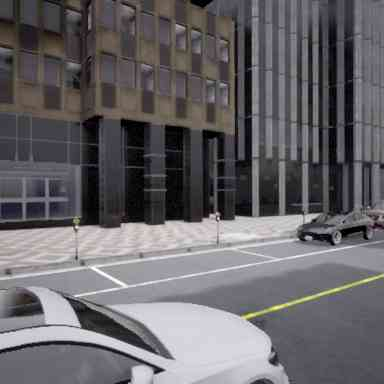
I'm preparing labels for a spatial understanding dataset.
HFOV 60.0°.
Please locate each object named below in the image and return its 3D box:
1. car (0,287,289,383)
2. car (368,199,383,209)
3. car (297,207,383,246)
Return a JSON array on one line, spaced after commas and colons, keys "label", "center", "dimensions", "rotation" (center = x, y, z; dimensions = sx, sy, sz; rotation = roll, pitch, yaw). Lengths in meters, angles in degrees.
[{"label": "car", "center": [-1.286, 1.525, 2.516], "dimensions": [4.674, 1.442, 1.812], "rotation": [0, 0, -35]}, {"label": "car", "center": [11.275, 1.314, 18.559], "dimensions": [5.009, 1.841, 2.192], "rotation": [0, 0, -35]}, {"label": "car", "center": [6.687, 1.565, 15.285], "dimensions": [4.313, 1.339, 1.947], "rotation": [0, 0, -35]}]
